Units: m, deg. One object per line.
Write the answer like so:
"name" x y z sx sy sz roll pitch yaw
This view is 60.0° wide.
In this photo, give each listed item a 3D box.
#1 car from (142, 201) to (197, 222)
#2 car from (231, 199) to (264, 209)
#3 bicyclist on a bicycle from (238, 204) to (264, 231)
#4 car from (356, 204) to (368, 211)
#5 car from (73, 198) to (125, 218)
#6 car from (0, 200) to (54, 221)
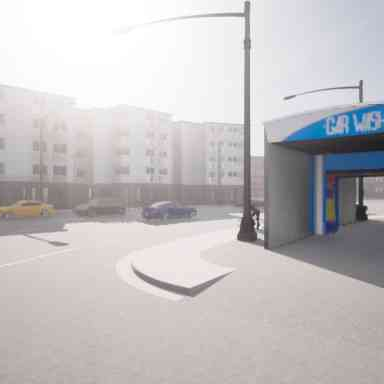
"car" -1.698 1.477 26.541 1.882 1.535 5.008 0 0 42
"car" 7.775 1.601 46.116 4.718 1.301 1.895 0 0 -24
"bicyclist on a bicycle" 3.224 1.301 18.277 1.656 1.620 0.582 0 0 38
"car" 15.680 1.601 34.090 4.718 1.301 1.895 0 0 -22
"car" -8.302 1.352 29.800 2.097 1.767 4.553 0 0 42
"car" -14.178 1.477 27.944 1.882 1.535 5.008 0 0 36
